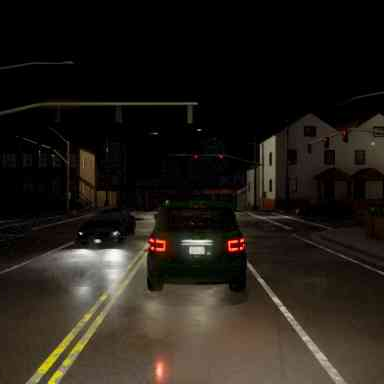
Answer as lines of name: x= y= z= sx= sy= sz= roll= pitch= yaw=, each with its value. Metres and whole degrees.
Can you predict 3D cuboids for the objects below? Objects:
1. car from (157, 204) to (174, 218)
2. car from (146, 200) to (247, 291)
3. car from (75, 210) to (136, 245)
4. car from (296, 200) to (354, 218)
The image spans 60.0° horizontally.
car: x=-3.555 y=2.597 z=45.382 sx=1.812 sy=1.442 sz=4.674 roll=0 pitch=-9 yaw=0
car: x=0.098 y=1.221 z=9.109 sx=2.150 sy=2.045 sz=5.566 roll=0 pitch=0 yaw=0
car: x=-3.805 y=1.548 z=15.740 sx=2.033 sy=1.411 sz=5.357 roll=0 pitch=0 yaw=-2
car: x=11.880 y=1.492 z=29.757 sx=4.902 sy=1.511 sz=2.128 roll=0 pitch=0 yaw=-1
